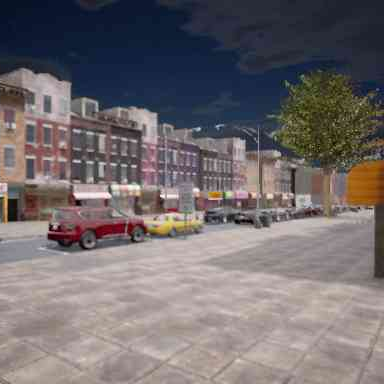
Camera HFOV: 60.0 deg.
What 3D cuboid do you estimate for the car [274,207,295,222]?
[{"bbox_3d":[8.523,2.257,34.015,2.008,1.369,4.403,-1,-2,36],"label":"car"}]

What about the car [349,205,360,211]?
[{"bbox_3d":[31.128,3.012,65.566,2.008,1.369,4.403,-1,-2,36],"label":"car"}]

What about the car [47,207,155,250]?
[{"bbox_3d":[-4.394,1.613,15.991,2.192,1.841,5.009,-1,-2,36],"label":"car"}]

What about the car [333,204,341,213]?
[{"bbox_3d":[21.440,2.681,52.044,2.008,1.369,4.403,-1,-2,36],"label":"car"}]

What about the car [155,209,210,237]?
[{"bbox_3d":[-1.065,1.928,20.632,1.752,1.417,4.829,-1,-2,36],"label":"car"}]

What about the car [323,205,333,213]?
[{"bbox_3d":[18.211,2.462,47.540,1.967,1.590,4.097,-1,-2,36],"label":"car"}]

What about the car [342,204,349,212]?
[{"bbox_3d":[24.669,2.790,56.551,2.008,1.369,4.403,-1,-2,36],"label":"car"}]

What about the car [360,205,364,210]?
[{"bbox_3d":[34.357,3.117,70.073,1.887,1.381,4.507,-1,-2,36],"label":"car"}]

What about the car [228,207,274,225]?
[{"bbox_3d":[5.294,2.169,29.507,1.947,1.339,4.313,-1,-2,36],"label":"car"}]

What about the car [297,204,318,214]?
[{"bbox_3d":[17.980,2.588,51.557,1.812,1.442,4.674,1,-1,36],"label":"car"}]

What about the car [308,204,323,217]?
[{"bbox_3d":[14.982,2.460,43.030,1.887,1.381,4.507,-1,-2,36],"label":"car"}]

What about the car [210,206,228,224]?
[{"bbox_3d":[2.960,2.079,30.603,1.837,1.490,4.892,1,-1,36],"label":"car"}]

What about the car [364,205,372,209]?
[{"bbox_3d":[44.044,3.462,83.594,2.008,1.369,4.403,-1,-2,36],"label":"car"}]

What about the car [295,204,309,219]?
[{"bbox_3d":[11.753,2.392,38.522,1.802,1.307,4.206,-1,-2,36],"label":"car"}]
